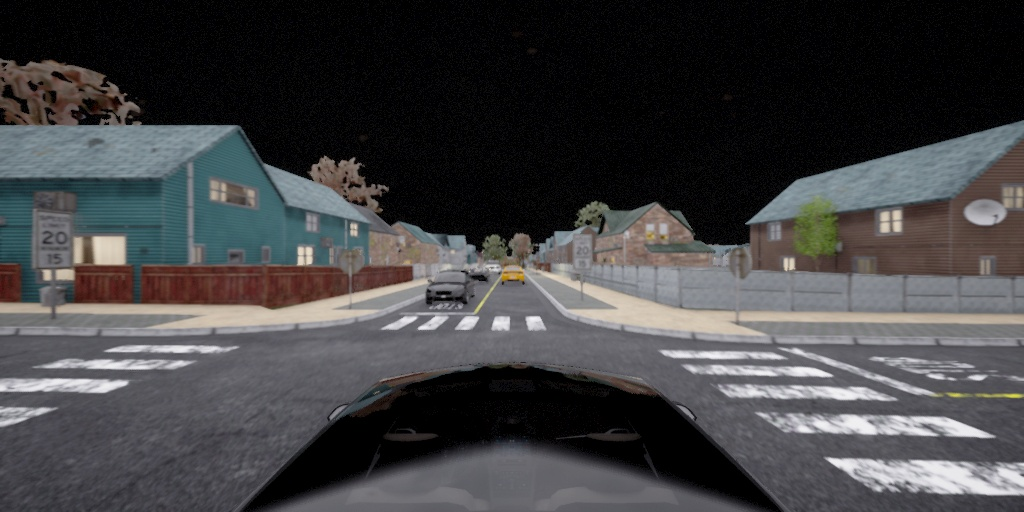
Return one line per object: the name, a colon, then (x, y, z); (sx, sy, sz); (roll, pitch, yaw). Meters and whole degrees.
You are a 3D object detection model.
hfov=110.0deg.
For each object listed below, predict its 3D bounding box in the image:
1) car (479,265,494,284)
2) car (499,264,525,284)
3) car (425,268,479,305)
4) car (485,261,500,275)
car: (-2.857, 1.722, 31.276); (1.895, 1.301, 4.718); (0, -1, 0)
car: (0.091, 1.597, 31.535); (1.882, 1.535, 5.008); (0, -1, 0)
car: (-2.855, 1.436, 17.352); (1.837, 1.490, 4.892); (0, 0, 0)
car: (-2.767, 1.700, 53.241); (2.150, 2.045, 5.566); (0, -1, 0)
